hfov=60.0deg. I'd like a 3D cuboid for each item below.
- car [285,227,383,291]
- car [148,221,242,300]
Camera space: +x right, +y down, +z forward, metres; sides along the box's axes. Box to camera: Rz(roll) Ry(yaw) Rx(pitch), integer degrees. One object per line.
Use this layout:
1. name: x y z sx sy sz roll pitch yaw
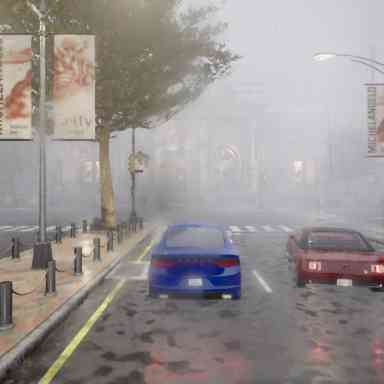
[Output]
1. car: 3.677 1.601 9.097 1.895 1.301 4.718 0 0 13
2. car: 0.071 1.478 8.470 1.882 1.535 5.008 0 0 0
